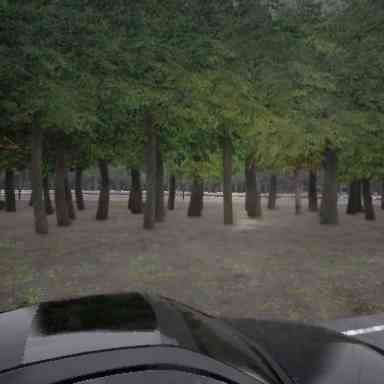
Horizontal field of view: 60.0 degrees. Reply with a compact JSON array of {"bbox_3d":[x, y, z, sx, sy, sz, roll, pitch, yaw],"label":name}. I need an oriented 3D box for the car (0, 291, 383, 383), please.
[{"bbox_3d":[-0.401,1.525,2.325,4.674,1.442,1.812,0,0,-19],"label":"car"}]
